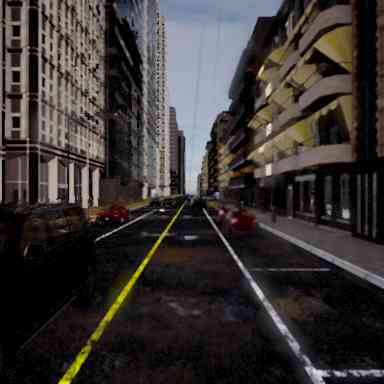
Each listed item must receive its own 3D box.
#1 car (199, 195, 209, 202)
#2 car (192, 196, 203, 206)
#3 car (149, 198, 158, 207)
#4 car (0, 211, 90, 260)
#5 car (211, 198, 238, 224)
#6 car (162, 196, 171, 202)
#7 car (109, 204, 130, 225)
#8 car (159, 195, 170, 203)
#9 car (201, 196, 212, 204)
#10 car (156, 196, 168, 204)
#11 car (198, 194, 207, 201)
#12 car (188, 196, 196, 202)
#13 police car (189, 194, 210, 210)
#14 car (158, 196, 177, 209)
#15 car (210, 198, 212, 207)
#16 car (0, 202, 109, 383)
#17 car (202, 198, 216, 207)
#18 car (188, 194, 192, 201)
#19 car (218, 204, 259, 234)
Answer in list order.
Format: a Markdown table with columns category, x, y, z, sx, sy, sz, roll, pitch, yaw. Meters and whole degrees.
| category | x | y | z | sx | sy | sz | roll | pitch | yaw |
| --- | --- | --- | --- | --- | --- | --- | --- | --- | --- |
| car | 2.701 | 1.479 | 75.253 | 1.967 | 1.590 | 4.097 | 0 | 0 | 0 |
| car | 0.908 | 1.527 | 58.074 | 1.837 | 1.490 | 4.892 | 0 | 0 | 0 |
| car | -5.682 | 1.584 | 52.660 | 1.947 | 1.339 | 4.313 | 0 | 0 | 0 |
| car | -5.687 | 1.552 | 13.120 | 2.008 | 1.369 | 4.403 | 0 | 0 | 0 |
| car | 2.694 | 1.445 | 24.416 | 1.967 | 1.590 | 4.097 | 0 | 0 | 0 |
| car | -5.679 | 1.564 | 75.084 | 1.752 | 1.417 | 4.829 | 0 | 0 | 0 |
| car | -5.686 | 1.549 | 24.418 | 1.887 | 1.381 | 4.507 | 0 | 0 | 0 |
| car | -5.680 | 1.473 | 69.606 | 1.967 | 1.590 | 4.097 | 0 | 0 | 0 |
| car | 2.700 | 1.578 | 63.956 | 2.008 | 1.369 | 4.403 | 0 | 0 | 0 |
| car | -5.680 | 1.578 | 63.957 | 2.008 | 1.369 | 4.403 | 0 | 0 | 0 |
| car | 2.704 | 1.366 | 86.550 | 2.192 | 1.841 | 5.009 | 0 | 0 | 0 |
| car | 0.013 | 1.507 | 77.297 | 1.895 | 1.301 | 4.718 | 0 | 0 | 0 |
| police car | 0.906 | 1.437 | 42.183 | 1.930 | 1.638 | 5.238 | 0 | 0 | 0 |
| car | -3.078 | 1.516 | 44.570 | 1.837 | 1.490 | 4.892 | 0 | 1 | 0 |
| car | 2.698 | 1.540 | 47.180 | 1.752 | 1.417 | 4.829 | 0 | 0 | 0 |
| car | -3.101 | 1.222 | 5.055 | 2.150 | 2.045 | 5.566 | 0 | 0 | 0 |
| car | 2.699 | 1.584 | 52.659 | 1.947 | 1.339 | 4.313 | 0 | 0 | 0 |
| car | 0.795 | 1.496 | 52.075 | 1.882 | 1.535 | 5.008 | 0 | 0 | 0 |
| car | 2.694 | 1.585 | 18.768 | 1.802 | 1.307 | 4.206 | 0 | 0 | 0 |
